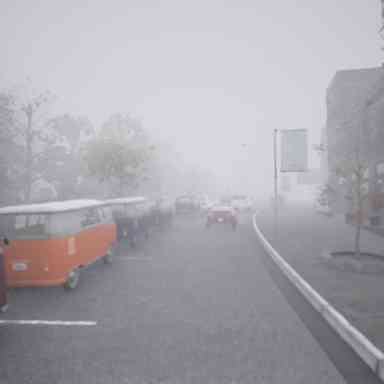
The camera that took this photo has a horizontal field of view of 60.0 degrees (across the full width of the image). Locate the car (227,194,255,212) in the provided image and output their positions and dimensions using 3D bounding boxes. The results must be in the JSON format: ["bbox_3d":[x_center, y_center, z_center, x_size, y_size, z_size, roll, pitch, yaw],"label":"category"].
[{"bbox_3d":[6.043,1.302,40.405,2.150,2.045,5.566,-1,0,16],"label":"car"}]

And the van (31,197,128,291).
[{"bbox_3d":[-3.365,1.235,8.959,1.878,1.987,4.442,-2,1,4],"label":"van"}]

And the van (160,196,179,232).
[{"bbox_3d":[-2.248,1.254,20.074,1.878,1.987,4.442,-2,1,6],"label":"van"}]

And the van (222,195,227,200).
[{"bbox_3d":[5.826,1.417,52.540,1.878,1.987,4.442,-1,1,18],"label":"van"}]

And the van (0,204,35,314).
[{"bbox_3d":[-3.641,1.240,3.372,1.878,1.987,4.442,-2,1,-1],"label":"van"}]

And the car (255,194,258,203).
[{"bbox_3d":[11.472,1.727,68.005,2.163,1.488,4.792,-1,1,19],"label":"car"}]

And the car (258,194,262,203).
[{"bbox_3d":[13.410,1.714,73.164,2.231,1.521,4.892,-1,1,19],"label":"car"}]

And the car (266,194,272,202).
[{"bbox_3d":[19.267,1.826,88.756,2.002,1.452,4.674,-1,-1,21],"label":"car"}]

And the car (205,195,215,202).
[{"bbox_3d":[0.973,1.314,36.443,2.435,2.045,5.566,-1,1,12],"label":"car"}]

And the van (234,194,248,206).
[{"bbox_3d":[9.182,1.452,61.909,1.878,1.987,4.442,-1,1,18],"label":"van"}]

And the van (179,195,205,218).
[{"bbox_3d":[-0.285,1.307,31.086,1.878,1.987,4.442,-1,1,11],"label":"van"}]

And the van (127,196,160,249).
[{"bbox_3d":[-2.897,1.240,14.531,1.878,1.987,4.442,-2,1,5],"label":"van"}]

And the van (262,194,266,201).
[{"bbox_3d":[15.412,1.527,78.486,1.878,1.987,4.442,-1,-1,23],"label":"van"}]

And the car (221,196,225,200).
[{"bbox_3d":[2.439,1.635,41.807,2.002,1.452,4.674,-1,0,16],"label":"car"}]

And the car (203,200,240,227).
[{"bbox_3d":[2.071,1.522,22.399,1.812,1.442,4.674,0,0,9],"label":"car"}]
